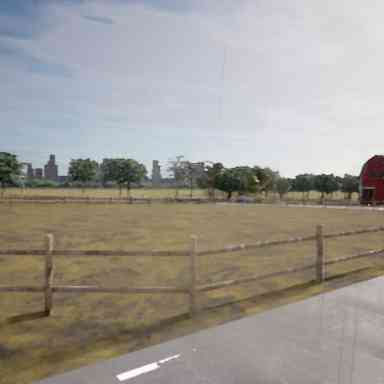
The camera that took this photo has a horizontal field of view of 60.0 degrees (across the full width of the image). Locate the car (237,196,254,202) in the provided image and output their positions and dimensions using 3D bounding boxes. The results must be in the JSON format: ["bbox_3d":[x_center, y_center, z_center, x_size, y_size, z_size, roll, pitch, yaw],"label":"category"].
[{"bbox_3d":[11.110,1.690,71.241,1.837,1.490,4.892,-1,0,-35],"label":"car"}]
